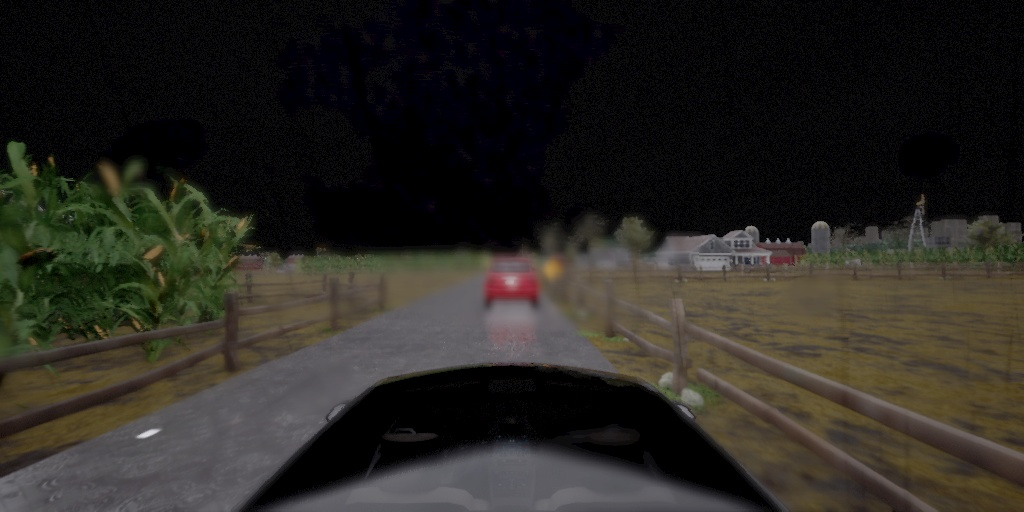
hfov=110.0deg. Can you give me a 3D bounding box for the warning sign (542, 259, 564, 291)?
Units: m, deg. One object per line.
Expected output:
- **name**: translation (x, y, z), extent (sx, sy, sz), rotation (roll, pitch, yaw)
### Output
- **warning sign**: translation (2.453, 1.095, 21.261), extent (1.300, 1.860, 1.060), rotation (0, 0, 0)

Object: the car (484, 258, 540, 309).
- **car**: translation (0.003, 1.123, 15.882), extent (2.150, 2.045, 5.566), rotation (0, -1, 0)
